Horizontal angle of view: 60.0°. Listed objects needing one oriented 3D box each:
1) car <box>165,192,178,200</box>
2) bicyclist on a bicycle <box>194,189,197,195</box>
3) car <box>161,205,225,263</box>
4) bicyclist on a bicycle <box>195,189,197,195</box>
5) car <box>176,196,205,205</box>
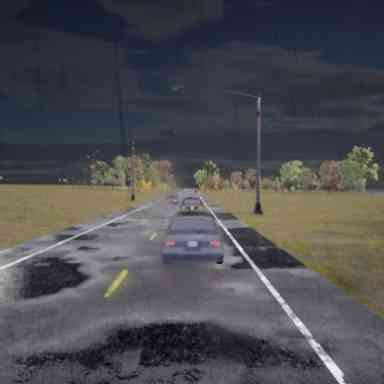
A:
[{"bbox_3d":[-3.538,0.645,58.615,1.994,1.385,4.181,0,1,0],"label":"car"},{"bbox_3d":[0.993,-0.013,92.955,0.582,1.620,1.656,0,1,0],"label":"bicyclist on a bicycle"},{"bbox_3d":[0.031,1.373,11.179,2.033,1.411,5.357,0,1,0],"label":"car"},{"bbox_3d":[0.989,0.048,83.950,0.659,1.776,1.843,0,1,0],"label":"bicyclist on a bicycle"},{"bbox_3d":[0.034,1.140,26.140,2.033,1.411,5.357,0,1,1],"label":"car"}]
